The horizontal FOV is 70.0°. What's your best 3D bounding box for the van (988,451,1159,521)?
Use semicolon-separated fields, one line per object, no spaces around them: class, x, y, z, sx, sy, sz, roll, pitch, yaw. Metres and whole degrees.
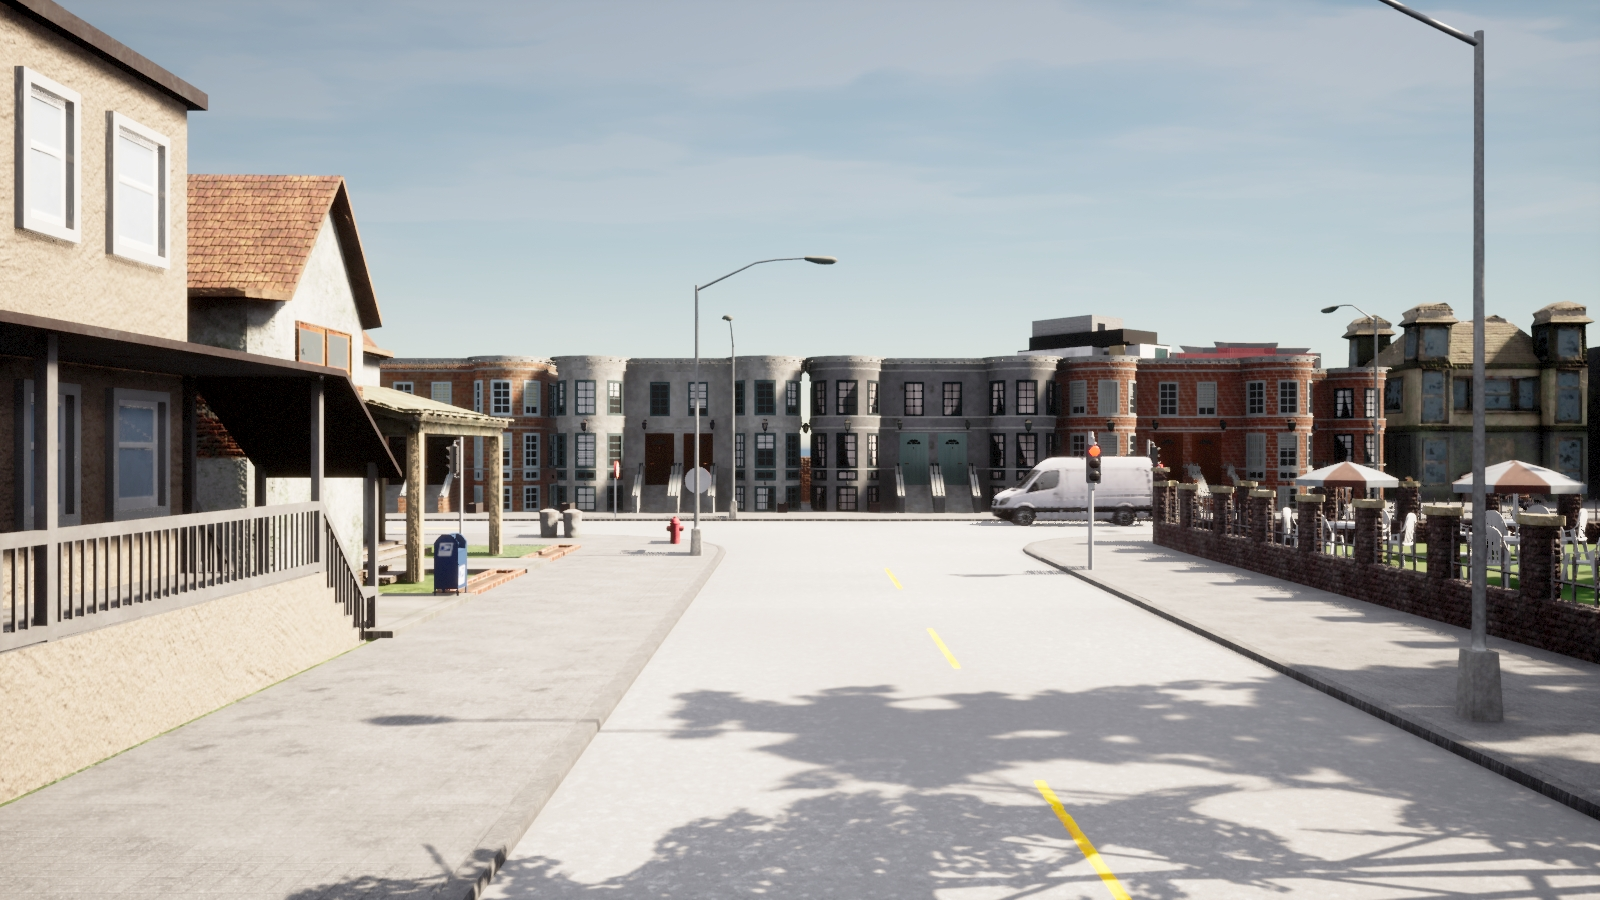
van;10.161;1.314;42.746;5.915;2.561;1.988;0;0;0

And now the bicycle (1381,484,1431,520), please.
bicycle;22.669;1.936;42.729;1.643;1.296;0.373;-1;0;0

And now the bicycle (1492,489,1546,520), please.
bicycle;26.870;2.038;42.716;1.487;1.080;0.859;-1;0;0
